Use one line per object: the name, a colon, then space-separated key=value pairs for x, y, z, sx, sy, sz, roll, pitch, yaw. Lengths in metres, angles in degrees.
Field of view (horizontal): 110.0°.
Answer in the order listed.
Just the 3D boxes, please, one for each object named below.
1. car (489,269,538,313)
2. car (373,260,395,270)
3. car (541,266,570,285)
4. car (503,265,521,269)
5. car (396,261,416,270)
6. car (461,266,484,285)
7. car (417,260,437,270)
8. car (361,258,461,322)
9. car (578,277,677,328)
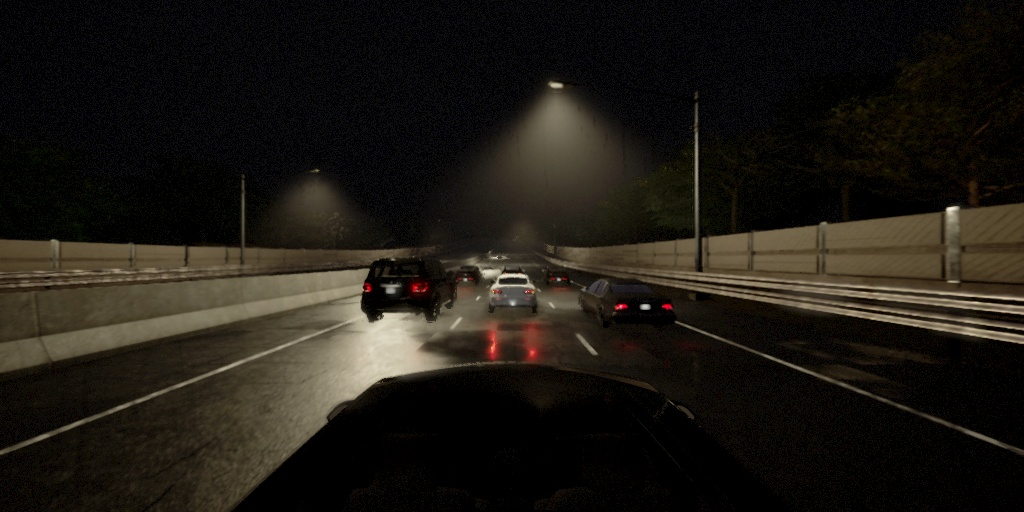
car: x=0.050 y=1.429 z=14.821 sx=1.812 sy=1.442 sz=4.674 roll=0 pitch=0 yaw=0
car: x=-21.037 y=1.481 z=59.095 sx=1.882 sy=1.535 sz=5.008 roll=0 pitch=0 yaw=1
car: x=3.545 y=1.519 z=29.137 sx=1.837 sy=1.490 sz=4.892 roll=0 pitch=0 yaw=1
car: x=0.043 y=1.504 z=29.070 sx=2.128 sy=1.511 sz=4.902 roll=0 pitch=0 yaw=1
car: x=-17.543 y=1.566 z=59.324 sx=1.994 sy=1.385 sz=4.181 roll=0 pitch=0 yaw=1
car: x=-3.455 y=1.519 z=29.176 sx=1.837 sy=1.490 sz=4.892 roll=0 pitch=0 yaw=1
car: x=-14.047 y=1.492 z=59.527 sx=2.128 sy=1.511 sz=4.902 roll=0 pitch=0 yaw=0
car: x=-3.466 y=1.108 z=13.010 sx=2.150 sy=2.045 sz=5.566 roll=0 pitch=0 yaw=1
car: x=3.523 y=1.421 z=11.948 sx=2.033 sy=1.411 sz=5.357 roll=0 pitch=-1 yaw=0
